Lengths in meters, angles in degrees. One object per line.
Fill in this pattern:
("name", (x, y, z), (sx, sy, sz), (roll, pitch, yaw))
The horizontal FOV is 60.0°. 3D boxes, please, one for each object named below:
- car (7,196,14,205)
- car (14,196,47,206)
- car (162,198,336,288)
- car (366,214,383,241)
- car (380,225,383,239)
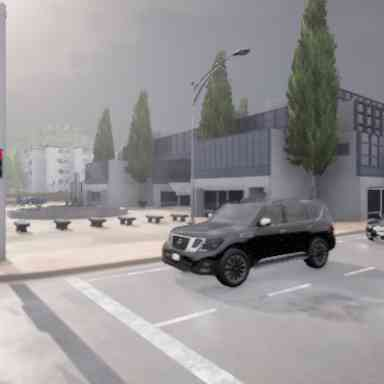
("car", (-30.144, 1.343, 53.247), (2.097, 1.767, 4.553), (0, 0, 15))
("car", (-26.130, 1.466, 54.720), (1.882, 1.535, 5.008), (0, 0, 20))
("car", (1.876, 1.216, 9.646), (5.566, 2.045, 2.150), (0, 0, -35))
("car", (9.935, 1.479, 15.377), (4.902, 1.511, 2.128), (0, 0, -35))
("car", (7.450, 1.593, 9.307), (4.718, 1.301, 1.895), (0, 0, -36))
